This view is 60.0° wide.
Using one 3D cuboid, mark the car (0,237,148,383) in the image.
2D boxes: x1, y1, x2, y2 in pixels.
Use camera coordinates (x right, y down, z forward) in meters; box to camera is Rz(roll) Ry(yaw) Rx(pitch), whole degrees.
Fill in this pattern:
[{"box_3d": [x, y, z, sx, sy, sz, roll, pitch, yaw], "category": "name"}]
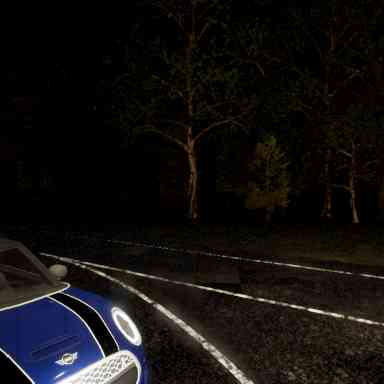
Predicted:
[{"box_3d": [-2.654, 1.338, 3.766, 4.553, 1.767, 2.097, 1, 0, 35], "category": "car"}]
